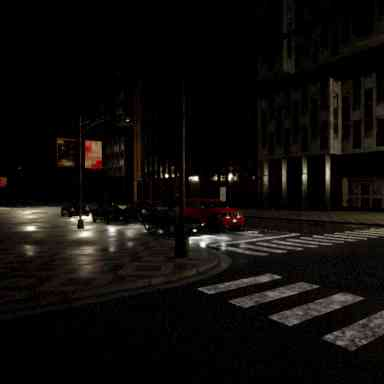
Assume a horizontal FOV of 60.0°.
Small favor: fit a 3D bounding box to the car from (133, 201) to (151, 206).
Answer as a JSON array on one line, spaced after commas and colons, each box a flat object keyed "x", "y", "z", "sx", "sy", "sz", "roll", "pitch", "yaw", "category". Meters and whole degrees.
[{"x": -4.571, "y": 1.716, "z": 30.700, "sx": 2.097, "sy": 1.767, "sz": 4.553, "roll": 0, "pitch": -1, "yaw": -36, "category": "car"}]

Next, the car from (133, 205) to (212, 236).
[{"x": -1.396, "y": 1.793, "z": 20.680, "sx": 2.033, "sy": 1.411, "sz": 5.357, "roll": 0, "pitch": -1, "yaw": -36, "category": "car"}]

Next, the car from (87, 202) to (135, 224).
[{"x": -7.089, "y": 1.854, "z": 28.629, "sx": 1.882, "sy": 1.535, "sz": 5.008, "roll": 0, "pitch": -1, "yaw": -36, "category": "car"}]

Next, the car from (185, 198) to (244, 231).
[{"x": 1.088, "y": 1.455, "z": 22.838, "sx": 2.150, "sy": 2.045, "sz": 5.566, "roll": 0, "pitch": -1, "yaw": -34, "category": "car"}]

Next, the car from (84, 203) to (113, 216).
[{"x": -11.341, "y": 2.046, "z": 40.162, "sx": 1.812, "sy": 1.442, "sz": 4.674, "roll": 0, "pitch": -1, "yaw": -35, "category": "car"}]

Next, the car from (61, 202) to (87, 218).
[{"x": -13.003, "y": 1.866, "z": 36.898, "sx": 2.097, "sy": 1.767, "sz": 4.553, "roll": 0, "pitch": -1, "yaw": -36, "category": "car"}]
